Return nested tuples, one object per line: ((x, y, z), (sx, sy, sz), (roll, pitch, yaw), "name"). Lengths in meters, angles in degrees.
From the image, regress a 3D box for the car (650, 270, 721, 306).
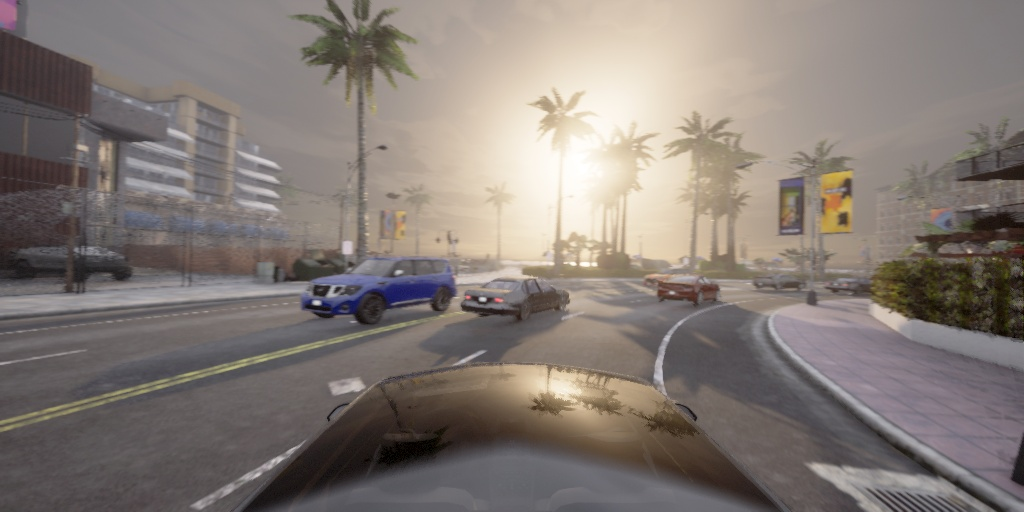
((9.490, 1.706, 19.106), (1.882, 1.535, 5.008), (0, -1, 45), "car")

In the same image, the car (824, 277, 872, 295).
((28.247, 2.404, 29.285), (5.357, 1.411, 2.033), (2, -1, -16), "car")

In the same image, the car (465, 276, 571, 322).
((0.383, 1.460, 13.284), (2.033, 1.411, 5.357), (1, -1, 31), "car")

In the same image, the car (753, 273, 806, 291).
((23.350, 2.245, 31.261), (4.902, 1.511, 2.128), (2, -1, -21), "car")

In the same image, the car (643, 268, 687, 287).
((13.474, 1.840, 30.810), (4.553, 1.767, 2.097), (2, -1, -28), "car")

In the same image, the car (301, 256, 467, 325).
((-4.154, 1.002, 12.380), (2.150, 2.045, 5.566), (1, -1, 27), "car")
